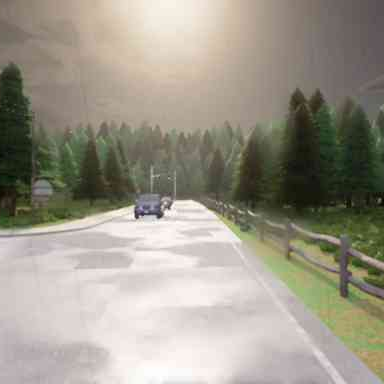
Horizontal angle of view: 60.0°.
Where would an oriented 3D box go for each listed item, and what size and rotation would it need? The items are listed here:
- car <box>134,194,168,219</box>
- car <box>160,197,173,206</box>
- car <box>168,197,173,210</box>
[{"bbox_3d":[-3.604,1.205,28.831,2.150,2.045,5.566,0,0,0],"label":"car"},{"bbox_3d":[-4.113,1.503,54.558,1.812,1.442,4.674,0,0,-1],"label":"car"},{"bbox_3d":[-3.680,1.547,41.537,1.994,1.385,4.181,0,0,-2],"label":"car"}]
